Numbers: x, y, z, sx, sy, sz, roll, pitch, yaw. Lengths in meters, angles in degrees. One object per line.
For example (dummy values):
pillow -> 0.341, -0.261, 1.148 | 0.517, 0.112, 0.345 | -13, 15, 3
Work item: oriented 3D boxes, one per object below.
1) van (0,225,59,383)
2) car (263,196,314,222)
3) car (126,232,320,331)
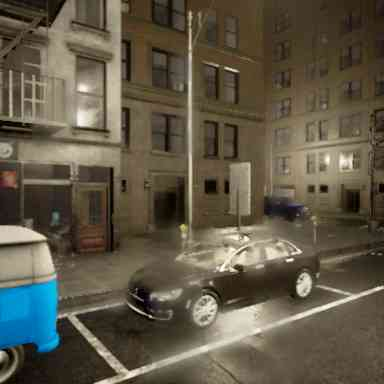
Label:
van -> -3.576, 1.341, 3.642 | 3.998, 1.788, 1.690 | 0, 0, -35
car -> 7.154, 1.319, 27.267 | 2.150, 2.045, 5.566 | 0, 0, -35
car -> 0.827, 1.551, 6.780 | 4.403, 1.369, 2.008 | 0, 0, -35
